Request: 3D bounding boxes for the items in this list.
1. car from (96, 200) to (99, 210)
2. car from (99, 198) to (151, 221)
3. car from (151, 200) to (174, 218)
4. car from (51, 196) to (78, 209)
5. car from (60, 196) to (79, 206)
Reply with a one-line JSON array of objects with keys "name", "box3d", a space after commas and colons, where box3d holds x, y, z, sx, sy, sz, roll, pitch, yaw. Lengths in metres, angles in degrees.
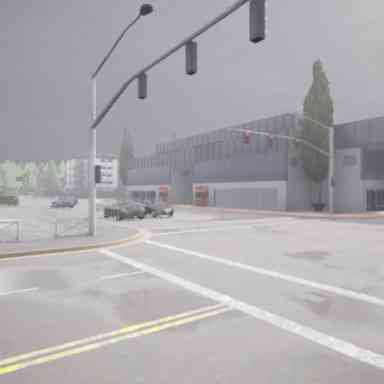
[{"name": "car", "box3d": [-10.368, 1.494, 40.368, 1.812, 1.442, 4.674, 0, 0, -34]}, {"name": "car", "box3d": [-5.523, 1.328, 26.917, 2.097, 1.767, 4.553, 0, 0, -34]}, {"name": "car", "box3d": [-3.413, 1.460, 30.033, 2.128, 1.511, 4.902, 0, 0, -34]}, {"name": "car", "box3d": [-17.229, 1.327, 44.314, 2.097, 1.767, 4.553, 0, 0, -34]}, {"name": "car", "box3d": [-20.497, 1.444, 55.599, 1.882, 1.535, 5.008, 0, 0, -33]}]
